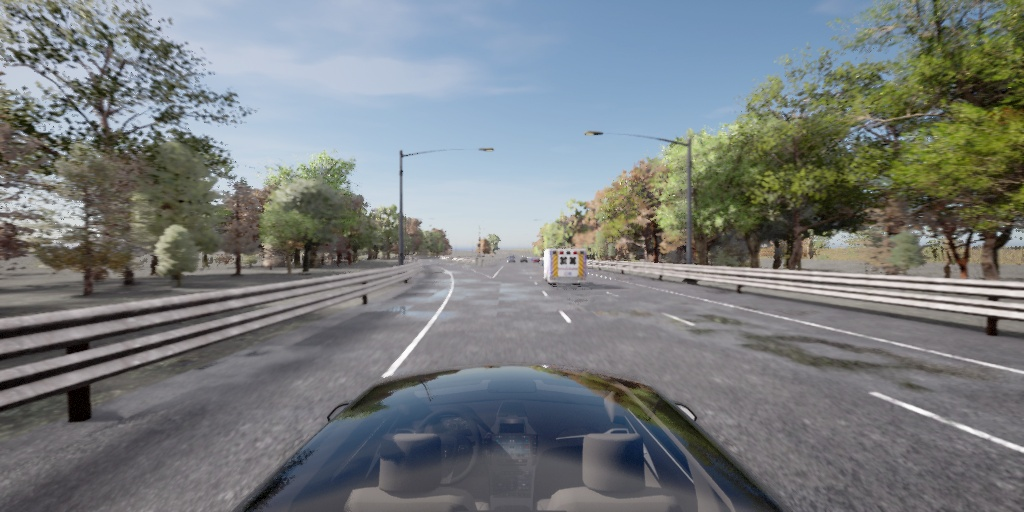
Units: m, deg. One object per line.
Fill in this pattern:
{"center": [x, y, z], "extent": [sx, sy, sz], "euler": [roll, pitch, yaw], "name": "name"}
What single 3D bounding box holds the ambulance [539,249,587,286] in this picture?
{"center": [3.497, 0.808, 25.217], "extent": [2.351, 2.431, 6.366], "euler": [0, 0, 0], "name": "ambulance"}
